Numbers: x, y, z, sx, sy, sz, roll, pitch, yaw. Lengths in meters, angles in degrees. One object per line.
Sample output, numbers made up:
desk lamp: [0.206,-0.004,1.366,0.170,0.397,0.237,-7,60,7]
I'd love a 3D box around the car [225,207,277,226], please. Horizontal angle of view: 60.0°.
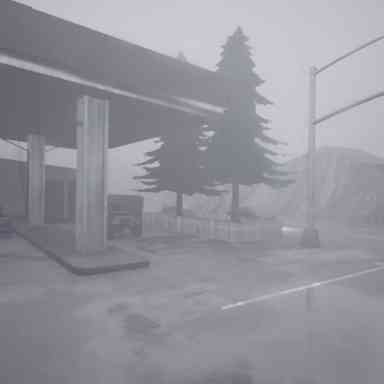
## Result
car: [4.371,1.828,24.952,1.994,1.385,4.181,1,0,-35]

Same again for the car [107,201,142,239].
car: [-4.358,1.451,18.373,1.905,1.878,3.866,1,0,-36]

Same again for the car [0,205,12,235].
car: [-11.489,1.522,18.594,2.242,1.667,4.611,1,0,-36]

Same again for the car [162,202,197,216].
car: [-1.326,1.723,33.094,1.812,1.442,4.674,1,0,-35]
